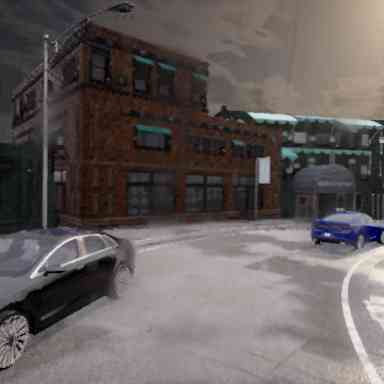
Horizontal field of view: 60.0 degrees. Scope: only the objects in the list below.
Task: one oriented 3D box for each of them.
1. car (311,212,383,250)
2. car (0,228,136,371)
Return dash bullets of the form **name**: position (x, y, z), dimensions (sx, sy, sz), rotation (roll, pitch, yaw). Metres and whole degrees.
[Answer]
- **car**: position (7.403, 1.677, 15.484), dimensions (5.008, 1.535, 1.882), rotation (2, -1, -44)
- **car**: position (-2.690, 1.449, 5.826), dimensions (2.128, 1.511, 4.902), rotation (1, 0, 17)
